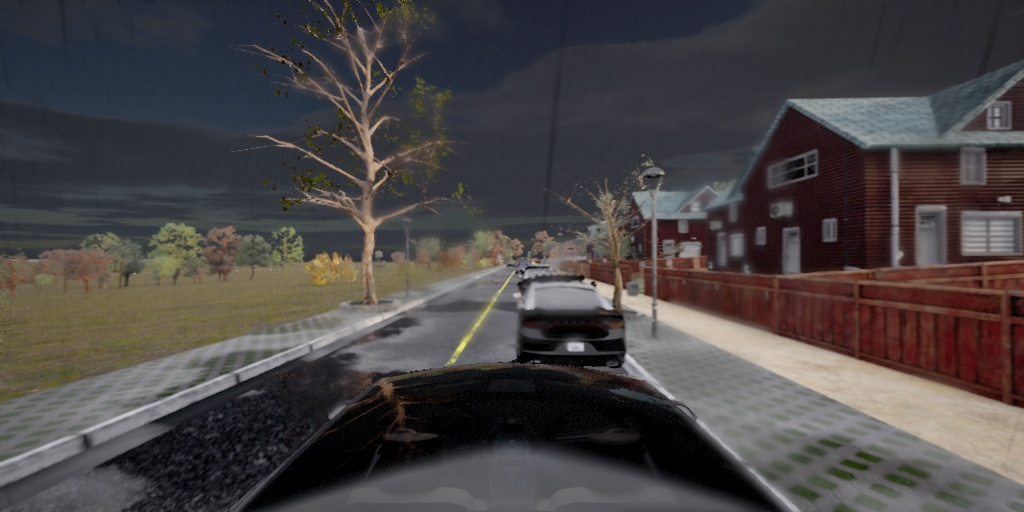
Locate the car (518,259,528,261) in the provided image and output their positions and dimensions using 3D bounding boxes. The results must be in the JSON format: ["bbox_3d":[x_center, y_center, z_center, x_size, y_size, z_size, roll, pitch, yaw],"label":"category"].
[{"bbox_3d":[1.840,1.523,61.172,2.150,2.045,5.566,0,-1,2],"label":"car"}]

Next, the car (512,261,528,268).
[{"bbox_3d":[1.436,1.722,46.447,1.994,1.385,4.181,0,-1,2],"label":"car"}]

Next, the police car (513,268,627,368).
[{"bbox_3d":[1.067,1.227,8.135,1.930,1.638,5.238,0,-1,2],"label":"police car"}]

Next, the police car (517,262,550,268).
[{"bbox_3d":[1.368,1.317,18.130,1.930,1.638,5.238,0,-1,2],"label":"police car"}]
